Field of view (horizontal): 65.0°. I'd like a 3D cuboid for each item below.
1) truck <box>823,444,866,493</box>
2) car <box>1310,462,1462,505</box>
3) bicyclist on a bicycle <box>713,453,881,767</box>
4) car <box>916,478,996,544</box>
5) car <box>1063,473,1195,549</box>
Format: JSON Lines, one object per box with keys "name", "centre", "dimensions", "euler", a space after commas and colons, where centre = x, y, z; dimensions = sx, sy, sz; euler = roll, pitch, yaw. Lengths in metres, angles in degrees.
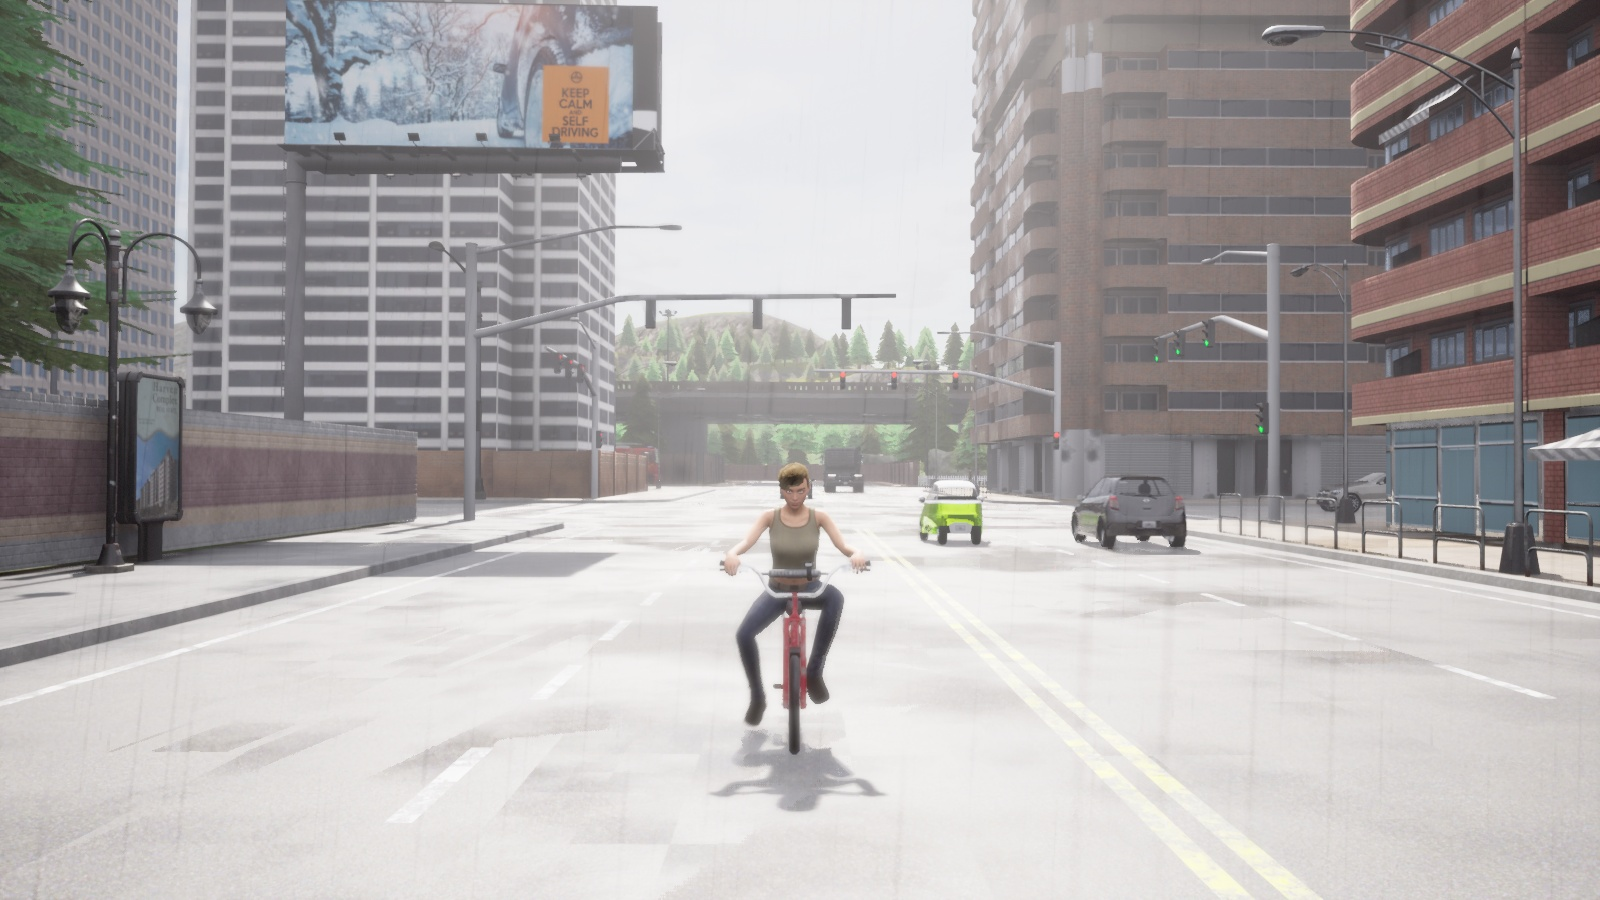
{"name": "truck", "centre": [3.248, 1.384, 93.546], "dimensions": [2.891, 3.462, 7.936], "euler": [0, -1, 0]}
{"name": "car", "centre": [23.241, 1.337, 49.939], "dimensions": [5.027, 1.651, 2.152], "euler": [0, -1, 0]}
{"name": "bicyclist on a bicycle", "centre": [-0.027, 0.870, 7.262], "dimensions": [0.866, 1.612, 1.509], "euler": [0, -4, -1]}
{"name": "car", "centre": [3.426, 1.323, 27.810], "dimensions": [1.481, 1.376, 2.207], "euler": [0, -1, 0]}
{"name": "car", "centre": [6.928, 1.250, 26.815], "dimensions": [1.845, 1.501, 3.633], "euler": [0, -1, 0]}
